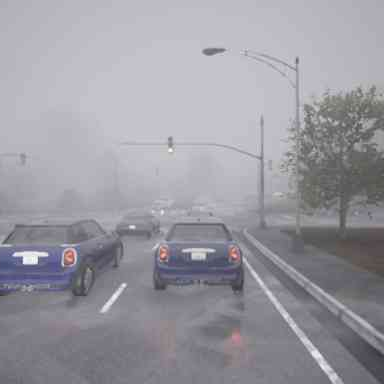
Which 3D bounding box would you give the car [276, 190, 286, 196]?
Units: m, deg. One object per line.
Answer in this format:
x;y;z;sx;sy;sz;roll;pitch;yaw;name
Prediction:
23.398;0.321;87.861;1.882;1.535;5.008;-1;3;38;car

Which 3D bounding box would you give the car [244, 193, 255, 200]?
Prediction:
14.129;1.047;80.388;1.812;1.442;4.674;0;3;33;car

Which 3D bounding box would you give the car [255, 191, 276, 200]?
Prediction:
17.659;0.974;79.453;2.128;1.511;4.902;0;3;33;car

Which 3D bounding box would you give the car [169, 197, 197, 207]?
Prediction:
-1.318;1.831;54.071;2.150;2.045;5.566;0;0;16;car

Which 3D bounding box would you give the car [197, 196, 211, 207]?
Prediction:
1.783;1.987;63.102;1.812;1.442;4.674;0;1;21;car

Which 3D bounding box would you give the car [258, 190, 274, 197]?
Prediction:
19.798;0.408;88.880;2.128;1.511;4.902;-1;3;38;car

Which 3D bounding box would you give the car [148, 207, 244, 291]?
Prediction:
0.181;1.469;9.481;2.097;1.767;4.553;0;-1;1;car

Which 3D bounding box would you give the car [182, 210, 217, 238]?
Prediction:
0.532;1.859;20.355;1.895;1.301;4.718;0;-1;3;car

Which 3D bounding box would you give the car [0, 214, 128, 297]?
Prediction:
-3.327;1.463;9.032;2.097;1.767;4.553;0;-1;1;car

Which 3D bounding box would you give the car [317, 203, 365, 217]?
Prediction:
16.432;1.919;36.894;4.892;1.490;1.837;-1;-1;4;car

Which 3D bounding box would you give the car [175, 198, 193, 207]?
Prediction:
-1.465;2.041;64.405;1.994;1.385;4.181;0;1;20;car

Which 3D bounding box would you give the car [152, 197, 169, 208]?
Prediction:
-4.724;1.845;54.904;2.150;2.045;5.566;0;0;15;car

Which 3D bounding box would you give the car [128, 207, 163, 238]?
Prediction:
-3.013;1.808;19.207;1.994;1.385;4.181;0;-1;2;car

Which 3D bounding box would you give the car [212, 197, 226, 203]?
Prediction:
5.864;1.686;72.550;1.895;1.301;4.718;0;2;26;car
